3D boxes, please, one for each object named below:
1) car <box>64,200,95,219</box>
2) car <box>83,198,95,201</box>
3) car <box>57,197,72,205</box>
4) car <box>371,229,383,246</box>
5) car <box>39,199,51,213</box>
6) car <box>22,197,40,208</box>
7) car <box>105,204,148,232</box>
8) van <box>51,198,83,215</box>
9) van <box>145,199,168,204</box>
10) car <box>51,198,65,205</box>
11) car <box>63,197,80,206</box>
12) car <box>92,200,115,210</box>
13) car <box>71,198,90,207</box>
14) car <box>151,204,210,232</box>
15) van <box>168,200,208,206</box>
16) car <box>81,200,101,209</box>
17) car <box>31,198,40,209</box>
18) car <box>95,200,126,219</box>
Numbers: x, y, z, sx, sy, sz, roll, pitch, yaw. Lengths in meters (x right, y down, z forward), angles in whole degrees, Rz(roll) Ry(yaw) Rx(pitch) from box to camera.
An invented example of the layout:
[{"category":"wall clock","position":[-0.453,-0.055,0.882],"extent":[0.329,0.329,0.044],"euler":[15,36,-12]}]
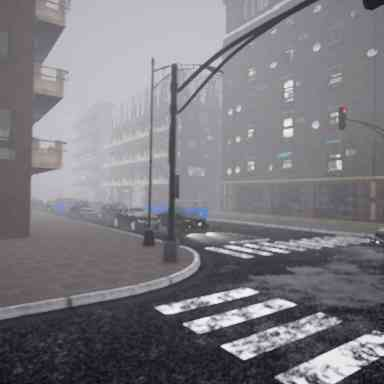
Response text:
[{"category":"car","position":[-9.861,1.695,30.039],"extent":[1.802,1.307,4.206],"euler":[2,-1,-35]},{"category":"car","position":[-12.482,1.666,38.194],"extent":[1.882,1.535,5.008],"euler":[2,-1,-35]},{"category":"car","position":[-25.637,1.813,66.737],"extent":[1.967,1.590,4.097],"euler":[2,-1,-35]},{"category":"car","position":[10.407,1.735,13.466],"extent":[5.357,1.411,2.033],"euler":[0,0,12]},{"category":"car","position":[-16.220,1.687,39.245],"extent":[2.008,1.369,4.403],"euler":[2,-1,-35]},{"category":"car","position":[-25.758,1.608,53.053],"extent":[1.967,1.590,4.097],"euler":[2,-1,-35]},{"category":"car","position":[-3.499,1.641,20.835],"extent":[2.008,1.369,4.403],"euler":[2,-1,-35]},{"category":"van","position":[-13.037,1.466,34.645],"extent":[1.690,1.788,3.998],"euler":[2,-1,-35]},{"category":"van","position":[-3.375,1.640,34.521],"extent":[1.690,1.788,3.998],"euler":[2,-1,-35]},{"category":"car","position":[-28.819,1.927,71.338],"extent":[1.887,1.381,4.507],"euler":[2,-1,-35]},{"category":"car","position":[-22.457,1.804,62.134],"extent":[1.967,1.590,4.097],"euler":[2,-1,-35]},{"category":"car","position":[-12.919,1.877,48.326],"extent":[1.887,1.381,4.507],"euler":[2,-1,-35]},{"category":"car","position":[-19.277,1.794,57.532],"extent":[1.967,1.590,4.097],"euler":[2,-1,-35]},{"category":"car","position":[-0.672,1.709,21.077],"extent":[1.994,1.385,4.181],"euler":[2,-1,-35]},{"category":"van","position":[-0.194,1.629,29.918],"extent":[1.690,1.788,3.998],"euler":[2,-1,-35]},{"category":"car","position":[-16.099,1.925,52.927],"extent":[1.802,1.307,4.206],"euler":[2,-1,-35]},{"category":"car","position":[-22.581,1.723,48.449],"extent":[1.947,1.339,4.313],"euler":[2,-1,-35]},{"category":"car","position":[-6.570,1.659,29.618],"extent":[2.128,1.511,4.902],"euler":[2,-1,-35]}]
